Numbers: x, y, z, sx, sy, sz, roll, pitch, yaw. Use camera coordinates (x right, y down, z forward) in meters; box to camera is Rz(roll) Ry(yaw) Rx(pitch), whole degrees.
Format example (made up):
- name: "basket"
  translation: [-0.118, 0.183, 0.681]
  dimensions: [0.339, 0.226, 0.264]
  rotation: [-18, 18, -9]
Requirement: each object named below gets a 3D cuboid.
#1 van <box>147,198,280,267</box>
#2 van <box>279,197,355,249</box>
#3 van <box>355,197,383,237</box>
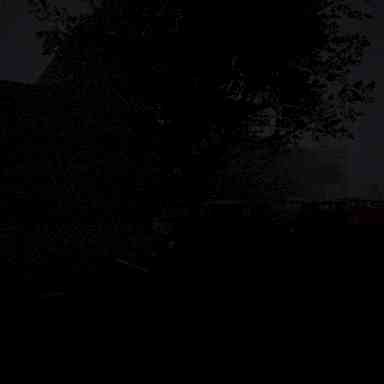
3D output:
- name: "van"
  translation: [0.645, 1.227, 10.912]
  dimensions: [4.442, 1.987, 1.878]
  rotation: [1, 0, -40]
- name: "van"
  translation: [4.988, 1.246, 14.416]
  dimensions: [4.442, 1.987, 1.878]
  rotation: [1, 0, -41]
- name: "van"
  translation: [9.222, 1.275, 18.067]
  dimensions: [4.442, 1.987, 1.878]
  rotation: [1, 0, -41]
